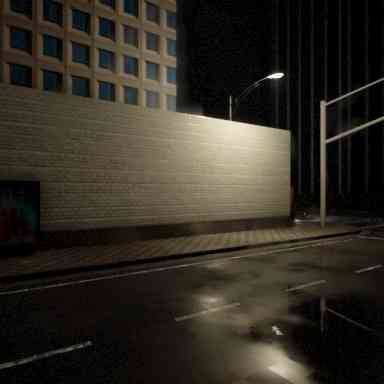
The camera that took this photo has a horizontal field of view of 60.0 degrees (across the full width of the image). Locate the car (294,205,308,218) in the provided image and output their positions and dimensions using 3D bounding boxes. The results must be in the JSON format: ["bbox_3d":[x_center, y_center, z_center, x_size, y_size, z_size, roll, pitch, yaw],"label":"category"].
[{"bbox_3d":[8.176,1.581,30.012,1.812,1.442,4.674,0,0,-36],"label":"car"}]

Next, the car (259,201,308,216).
[{"bbox_3d":[9.378,1.656,34.337,1.895,1.301,4.718,0,0,-36],"label":"car"}]
